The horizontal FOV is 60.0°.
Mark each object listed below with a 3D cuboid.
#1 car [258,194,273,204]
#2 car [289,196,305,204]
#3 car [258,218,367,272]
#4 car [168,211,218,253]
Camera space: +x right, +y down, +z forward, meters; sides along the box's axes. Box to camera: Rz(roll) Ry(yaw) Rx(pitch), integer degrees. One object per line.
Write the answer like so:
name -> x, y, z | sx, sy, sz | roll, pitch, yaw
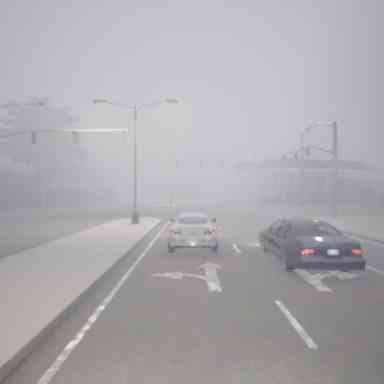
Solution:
car -> 13.223, 1.273, 59.350 | 2.242, 1.667, 4.611 | 0, 0, 0
car -> 18.969, 1.433, 60.111 | 1.970, 1.475, 3.806 | 0, 0, 0
car -> 3.521, 1.543, 10.778 | 2.033, 1.411, 5.357 | 0, 0, 0
car -> 0.053, 1.520, 13.633 | 1.812, 1.442, 4.674 | 0, 0, 1
